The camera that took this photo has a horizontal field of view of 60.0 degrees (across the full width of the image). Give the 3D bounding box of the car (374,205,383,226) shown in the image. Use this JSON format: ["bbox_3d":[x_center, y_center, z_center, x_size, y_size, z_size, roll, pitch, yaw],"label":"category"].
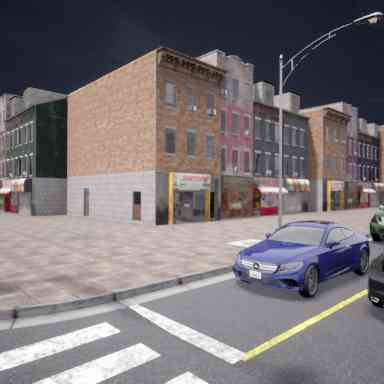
[{"bbox_3d":[10.188,1.192,15.270,5.566,2.045,2.150,0,0,-42],"label":"car"}]

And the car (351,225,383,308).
[{"bbox_3d":[5.248,1.491,6.813,4.892,1.490,1.837,0,0,-43],"label":"car"}]

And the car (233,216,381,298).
[{"bbox_3d":[3.061,1.502,8.677,4.674,1.442,1.812,0,0,-43],"label":"car"}]
